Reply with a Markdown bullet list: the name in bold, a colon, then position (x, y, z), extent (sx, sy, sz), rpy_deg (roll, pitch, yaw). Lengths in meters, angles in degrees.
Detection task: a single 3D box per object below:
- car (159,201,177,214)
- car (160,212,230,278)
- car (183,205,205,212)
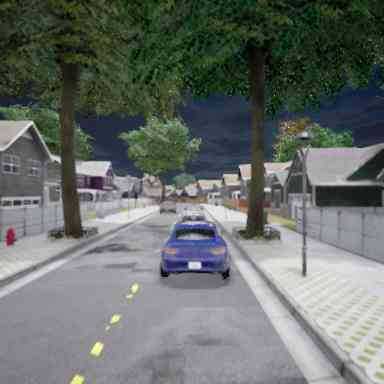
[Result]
- **car**: position (-2.767, 1.810, 39.047), extent (1.837, 1.490, 4.892), rpy_deg (0, -1, 0)
- **car**: position (0.101, 1.573, 10.149), extent (1.812, 1.442, 4.674), rpy_deg (0, 0, 1)
- **car**: position (0.147, 1.802, 28.765), extent (1.895, 1.301, 4.718), rpy_deg (0, -1, 0)
